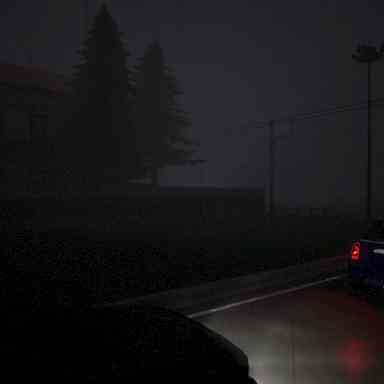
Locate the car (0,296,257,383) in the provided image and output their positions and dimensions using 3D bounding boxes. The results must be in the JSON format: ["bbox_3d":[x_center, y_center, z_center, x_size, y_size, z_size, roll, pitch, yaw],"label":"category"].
[{"bbox_3d":[-1.993,1.547,2.305,5.357,1.411,2.033,0,0,-36],"label":"car"}]

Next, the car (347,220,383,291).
[{"bbox_3d":[5.706,1.352,7.825,4.553,1.767,2.097,0,0,-35],"label":"car"}]
